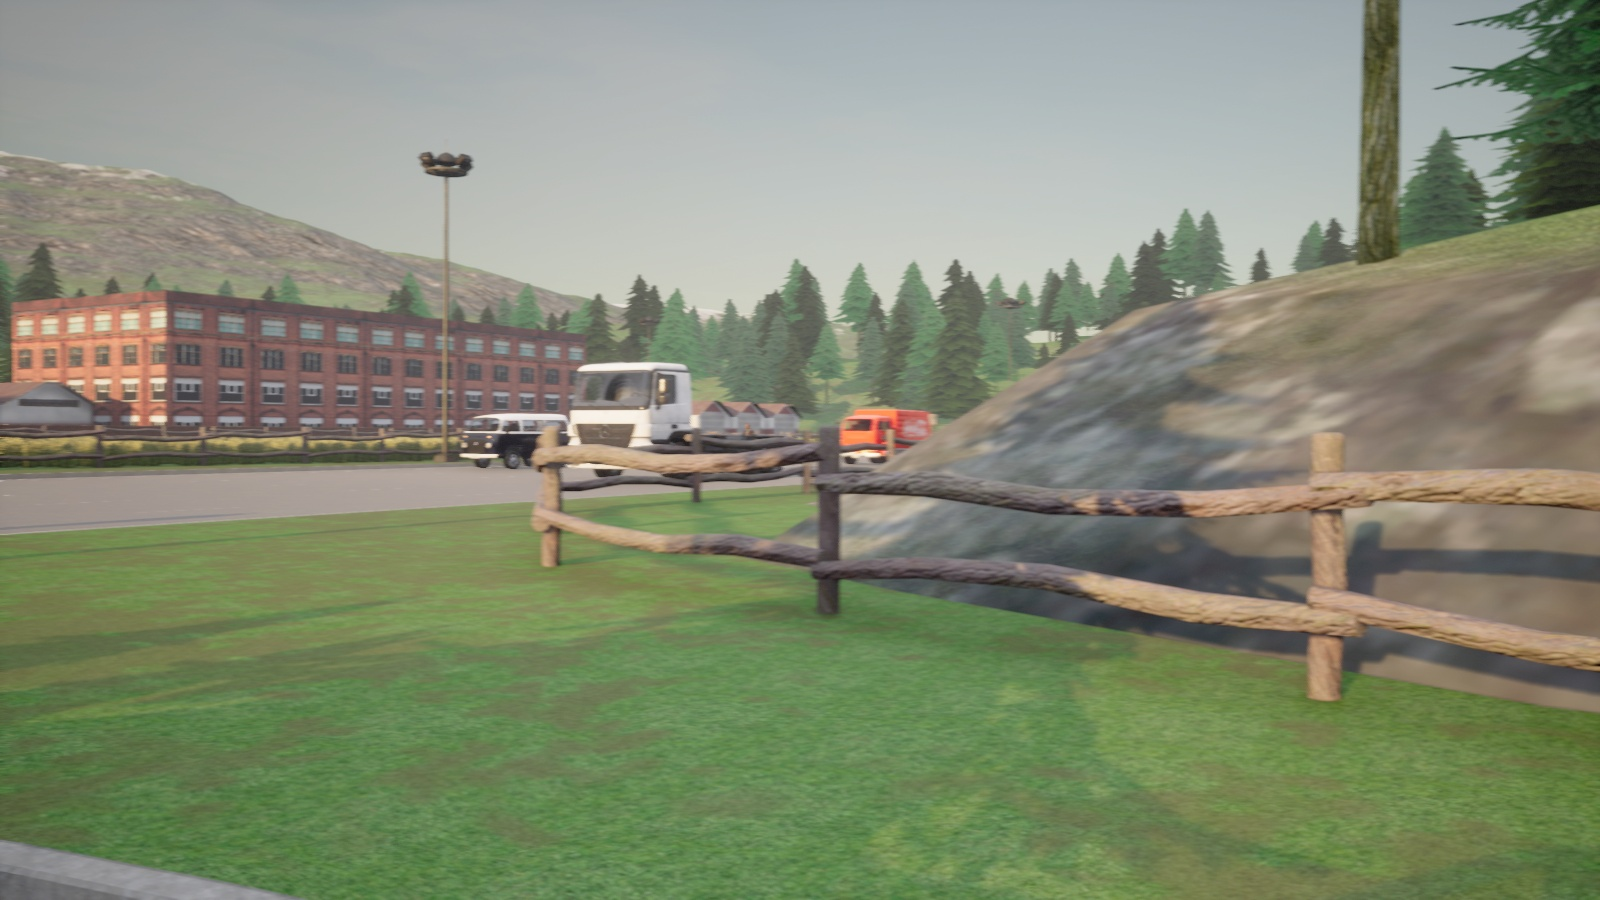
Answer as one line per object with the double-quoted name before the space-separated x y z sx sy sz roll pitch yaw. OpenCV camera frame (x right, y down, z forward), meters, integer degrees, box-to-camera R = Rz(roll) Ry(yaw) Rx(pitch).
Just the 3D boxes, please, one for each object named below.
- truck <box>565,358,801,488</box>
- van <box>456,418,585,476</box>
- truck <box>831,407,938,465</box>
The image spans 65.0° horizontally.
"truck" -3.263 -0.794 37.754 2.891 3.462 7.936 0 1 31
"van" -10.261 -0.150 46.432 2.069 2.038 4.480 0 1 32
"truck" 3.852 -0.651 56.215 2.627 2.467 5.204 0 1 31
